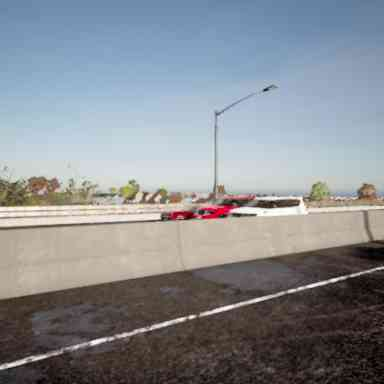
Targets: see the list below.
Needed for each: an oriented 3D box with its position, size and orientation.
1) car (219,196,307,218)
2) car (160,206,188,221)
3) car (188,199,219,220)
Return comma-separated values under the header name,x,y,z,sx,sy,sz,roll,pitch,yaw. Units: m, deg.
name,x,y,z,sx,sy,sz,roll,pitch,yaw
car,4.641,1.298,20.099,5.566,2.045,2.150,0,0,-35
car,-0.062,1.672,25.354,4.718,1.301,1.895,0,0,-35
car,2.787,1.298,23.075,5.566,2.045,2.150,0,0,-35
